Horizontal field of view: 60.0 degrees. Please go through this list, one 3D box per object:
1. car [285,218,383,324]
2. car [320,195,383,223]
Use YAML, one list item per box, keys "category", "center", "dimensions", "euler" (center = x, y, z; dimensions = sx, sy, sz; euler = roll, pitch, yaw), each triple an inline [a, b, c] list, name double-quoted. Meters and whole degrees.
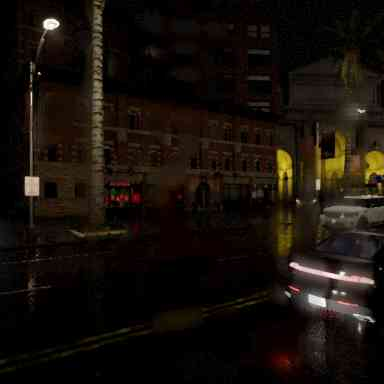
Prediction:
- category: "car"
  center: [3.947, 1.494, 6.625]
  dimensions: [4.902, 1.511, 2.128]
  euler: [0, 0, -35]
- category: "car"
  center: [9.974, 1.227, 19.737]
  dimensions: [5.566, 2.045, 2.150]
  euler: [0, 0, -36]
